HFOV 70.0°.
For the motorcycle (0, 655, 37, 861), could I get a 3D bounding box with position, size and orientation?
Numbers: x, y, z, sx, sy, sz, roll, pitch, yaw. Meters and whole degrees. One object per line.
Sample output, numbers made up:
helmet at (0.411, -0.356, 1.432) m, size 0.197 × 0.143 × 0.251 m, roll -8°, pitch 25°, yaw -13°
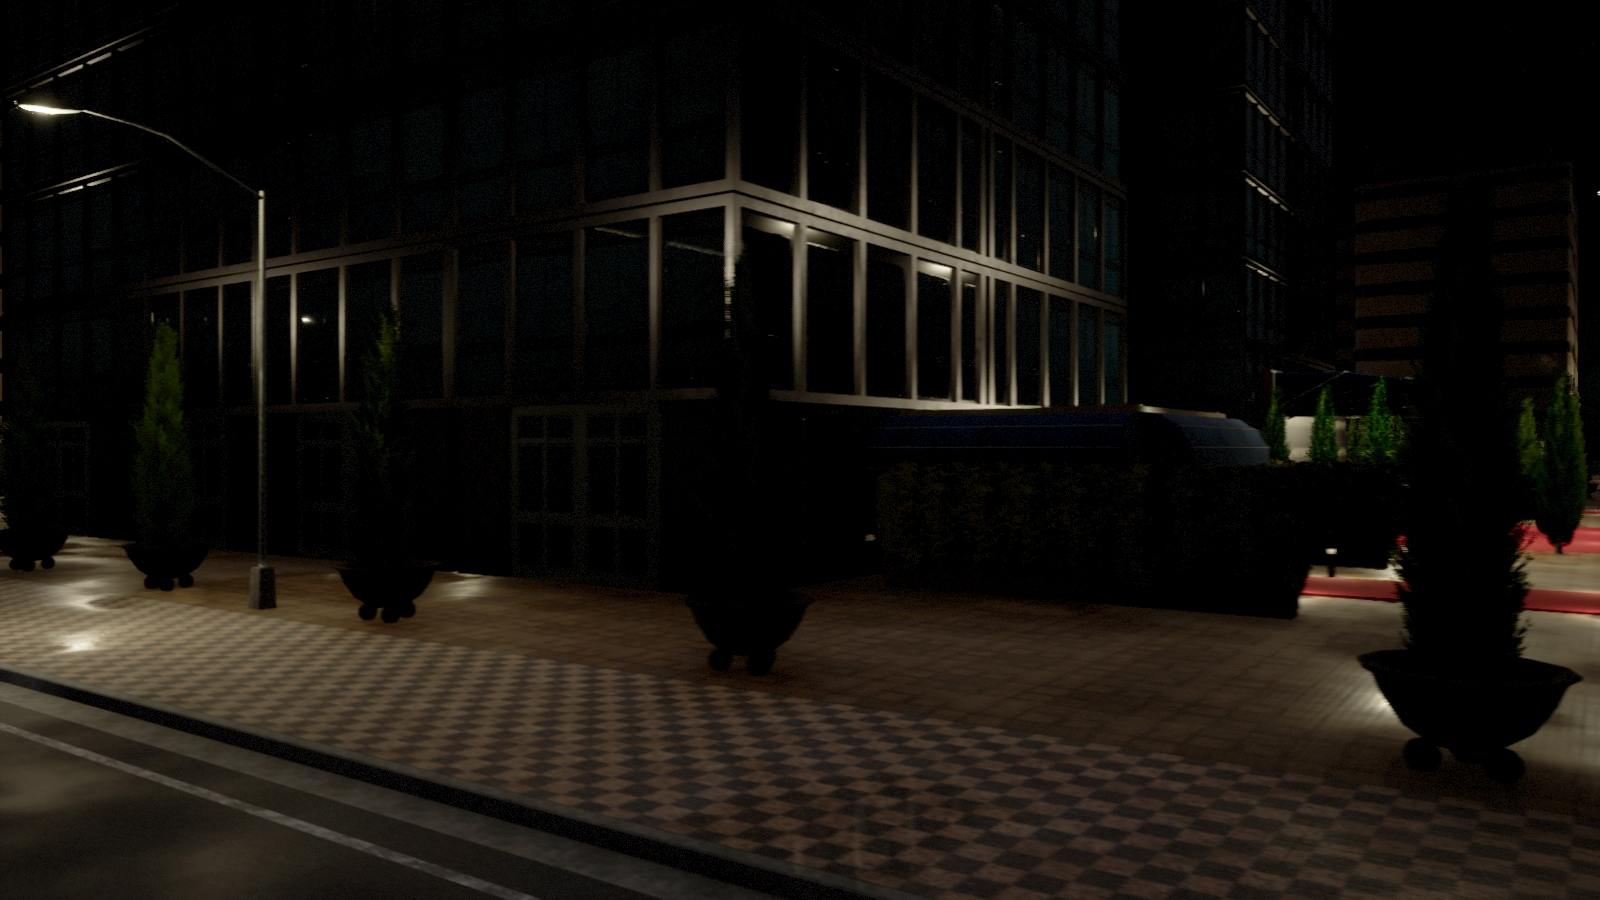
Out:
motorcycle at (-6.512, 2.154, 8.343) m, size 2.356 × 1.307 × 0.764 m, roll 0°, pitch 0°, yaw 35°
